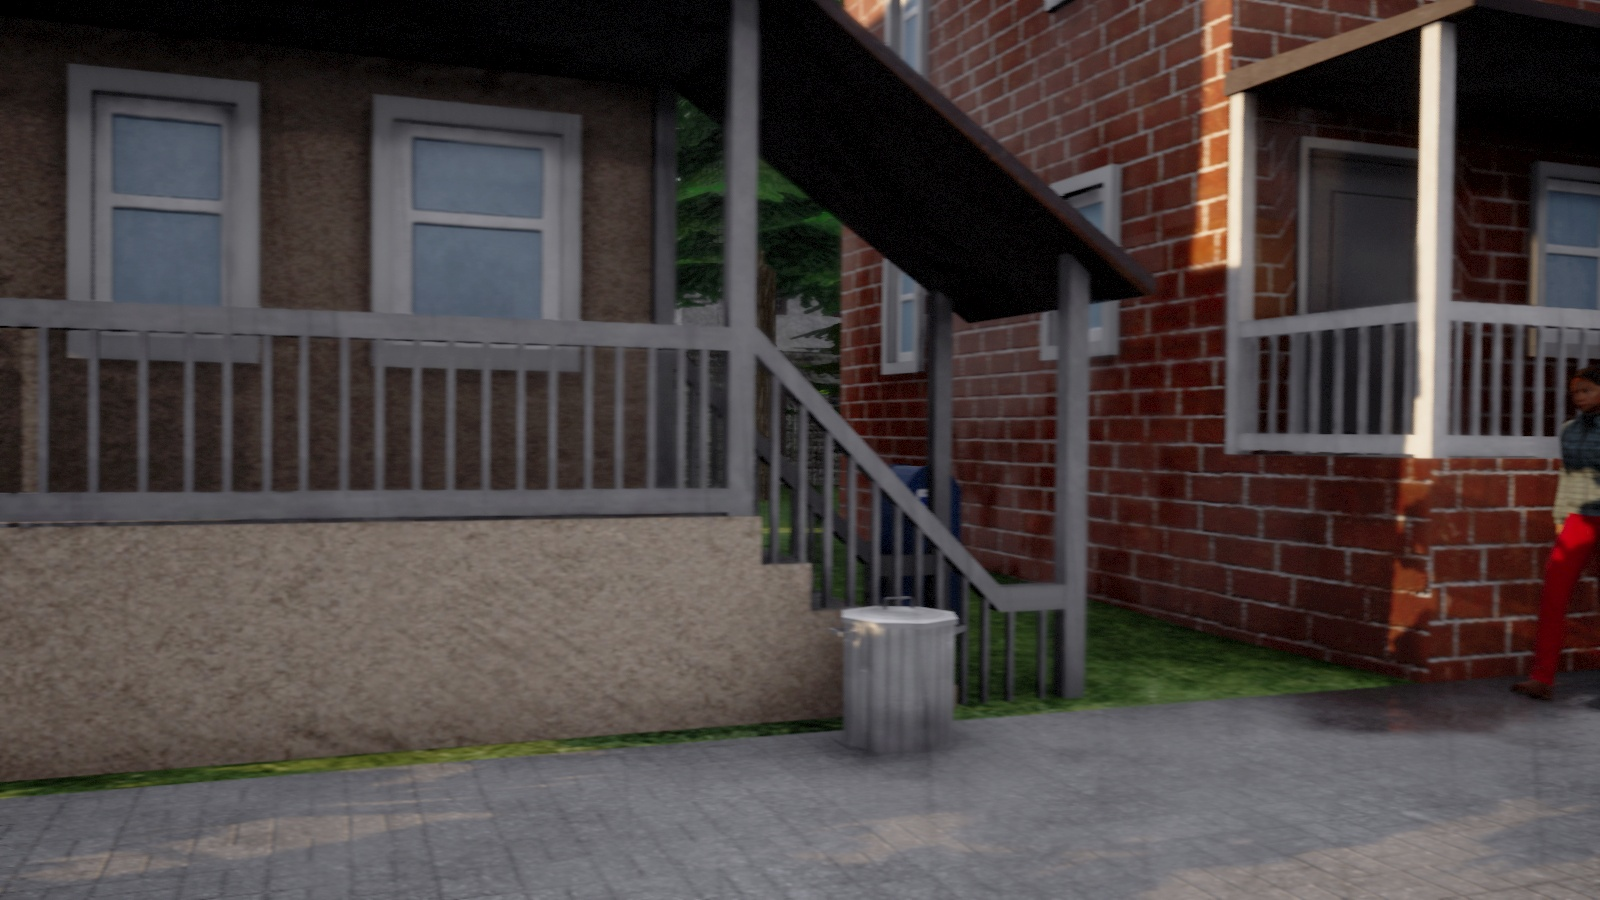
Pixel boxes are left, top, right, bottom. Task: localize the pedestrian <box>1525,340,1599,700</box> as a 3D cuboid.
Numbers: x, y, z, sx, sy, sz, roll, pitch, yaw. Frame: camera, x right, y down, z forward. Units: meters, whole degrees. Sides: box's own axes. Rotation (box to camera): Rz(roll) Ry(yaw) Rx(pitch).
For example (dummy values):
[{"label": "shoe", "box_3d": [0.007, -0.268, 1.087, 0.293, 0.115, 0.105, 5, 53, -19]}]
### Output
[{"label": "pedestrian", "box_3d": [4.258, 0.352, 6.707, 0.614, 1.847, 0.353, -1, 1, -21]}]
